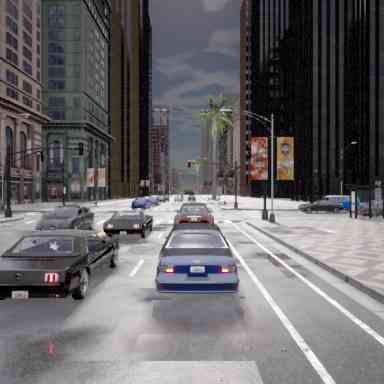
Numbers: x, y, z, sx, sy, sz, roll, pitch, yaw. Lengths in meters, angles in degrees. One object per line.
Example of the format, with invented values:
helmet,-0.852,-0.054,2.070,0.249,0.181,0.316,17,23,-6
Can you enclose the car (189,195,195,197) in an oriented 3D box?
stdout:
car,-0.021,1.529,81.255,1.812,1.442,4.674,0,0,0

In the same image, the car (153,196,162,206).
car,-6.604,1.529,55.920,1.812,1.442,4.674,0,1,0

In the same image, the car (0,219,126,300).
car,-3.151,1.600,8.335,1.895,1.301,4.718,0,0,0

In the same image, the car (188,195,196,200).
car,-0.023,1.546,91.476,2.033,1.411,5.357,0,0,0

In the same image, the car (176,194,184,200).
car,-3.273,1.316,90.405,1.882,1.535,5.008,0,0,0

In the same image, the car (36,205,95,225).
car,-6.603,1.505,17.807,1.837,1.490,4.892,0,0,0

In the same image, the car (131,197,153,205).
car,-6.608,1.478,42.781,1.882,1.535,5.008,0,0,0

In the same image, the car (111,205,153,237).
car,-3.158,1.601,17.503,1.895,1.301,4.718,0,0,0

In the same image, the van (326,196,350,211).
van,17.057,1.315,38.137,3.998,1.788,1.690,0,0,0

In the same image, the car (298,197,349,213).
car,13.730,1.509,35.471,4.674,1.442,1.812,0,0,2

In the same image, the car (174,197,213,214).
car,0.116,1.352,18.406,2.097,1.767,4.553,0,0,0

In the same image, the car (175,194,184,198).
car,-3.271,1.522,80.402,1.812,1.442,4.674,0,0,0

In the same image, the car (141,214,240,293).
car,0.100,1.547,8.963,2.033,1.411,5.357,0,0,0

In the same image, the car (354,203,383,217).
car,17.064,1.549,29.613,4.403,1.369,2.008,0,0,0

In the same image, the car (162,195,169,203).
car,-6.518,1.567,69.154,1.994,1.385,4.181,0,0,0
